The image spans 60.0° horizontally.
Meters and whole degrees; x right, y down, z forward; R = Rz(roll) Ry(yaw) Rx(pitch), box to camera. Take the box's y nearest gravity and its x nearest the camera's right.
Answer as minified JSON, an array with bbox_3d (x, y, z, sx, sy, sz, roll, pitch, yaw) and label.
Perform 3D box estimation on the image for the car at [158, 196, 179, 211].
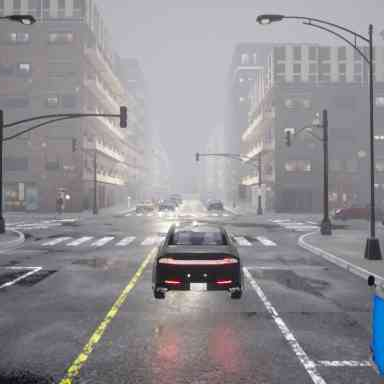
[{"bbox_3d":[-3.003,1.562,40.874,2.033,1.411,5.357,0,0,0],"label":"car"}]

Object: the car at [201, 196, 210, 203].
[{"bbox_3d":[2.879,1.612,73.732,1.802,1.307,4.206,1,0,0],"label":"car"}]

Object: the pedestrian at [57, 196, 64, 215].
[{"bbox_3d":[-12.464,1.217,31.355,0.375,1.860,0.375,0,-1,1],"label":"pedestrian"}]

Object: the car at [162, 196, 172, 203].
[{"bbox_3d":[-5.500,1.574,73.752,1.887,1.381,4.507,1,0,0],"label":"car"}]

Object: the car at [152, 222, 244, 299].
[{"bbox_3d":[0.121,1.494,8.419,2.128,1.511,4.902,0,0,0],"label":"car"}]

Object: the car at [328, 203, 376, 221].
[{"bbox_3d":[13.709,1.608,28.035,4.097,1.590,1.967,0,-1,1],"label":"car"}]

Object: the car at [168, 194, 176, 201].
[{"bbox_3d":[-5.458,1.480,90.680,1.967,1.590,4.097,1,0,0],"label":"car"}]

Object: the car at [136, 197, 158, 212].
[{"bbox_3d":[-5.581,1.539,39.726,1.752,1.417,4.829,1,0,0],"label":"car"}]

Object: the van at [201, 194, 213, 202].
[{"bbox_3d":[2.843,1.362,56.804,1.690,1.788,3.998,1,0,0],"label":"van"}]

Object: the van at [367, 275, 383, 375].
[{"bbox_3d":[2.679,1.342,1.930,1.690,1.788,3.998,1,0,0],"label":"van"}]

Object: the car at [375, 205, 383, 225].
[{"bbox_3d":[13.586,1.583,19.654,4.313,1.339,1.947,0,-1,1],"label":"car"}]

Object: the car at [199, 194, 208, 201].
[{"bbox_3d":[2.911,1.351,85.017,2.192,1.841,5.009,1,0,0],"label":"car"}]

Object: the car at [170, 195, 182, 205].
[{"bbox_3d":[-2.972,1.544,50.778,1.812,1.442,4.674,0,0,0],"label":"car"}]

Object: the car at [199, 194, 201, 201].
[{"bbox_3d":[2.867,1.552,68.259,1.752,1.417,4.829,1,0,0],"label":"car"}]

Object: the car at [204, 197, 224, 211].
[{"bbox_3d":[2.799,1.580,39.877,1.947,1.339,4.313,1,0,0],"label":"car"}]

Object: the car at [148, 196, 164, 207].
[{"bbox_3d":[-5.553,1.459,51.182,1.967,1.590,4.097,1,0,0],"label":"car"}]

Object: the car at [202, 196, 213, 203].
[{"bbox_3d":[2.812,1.567,45.519,2.008,1.369,4.403,1,0,0],"label":"car"}]

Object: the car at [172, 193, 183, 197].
[{"bbox_3d":[-2.915,1.245,61.515,2.150,2.045,5.566,0,0,1],"label":"car"}]
